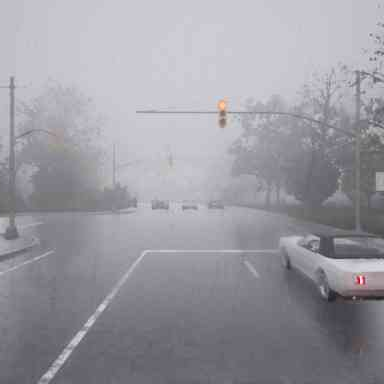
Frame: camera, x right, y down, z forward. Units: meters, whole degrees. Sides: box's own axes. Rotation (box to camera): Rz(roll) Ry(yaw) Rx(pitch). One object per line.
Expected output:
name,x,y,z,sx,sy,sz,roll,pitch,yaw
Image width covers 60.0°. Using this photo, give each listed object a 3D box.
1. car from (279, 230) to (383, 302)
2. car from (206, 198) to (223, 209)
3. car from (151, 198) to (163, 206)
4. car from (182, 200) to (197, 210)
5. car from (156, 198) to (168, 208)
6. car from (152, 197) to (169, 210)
car,3.596,1.600,8.196,1.895,1.301,4.718,0,0,0
car,3.052,1.581,45.318,2.128,1.511,4.902,0,-1,-3
car,-7.220,2.023,68.432,1.882,1.535,5.008,0,-1,-12
car,-0.386,1.684,44.502,1.895,1.301,4.718,0,-1,-3
car,-4.908,1.728,53.799,1.837,1.490,4.892,0,-1,-7
car,-4.059,1.423,43.105,2.097,1.767,4.553,0,-1,-3
